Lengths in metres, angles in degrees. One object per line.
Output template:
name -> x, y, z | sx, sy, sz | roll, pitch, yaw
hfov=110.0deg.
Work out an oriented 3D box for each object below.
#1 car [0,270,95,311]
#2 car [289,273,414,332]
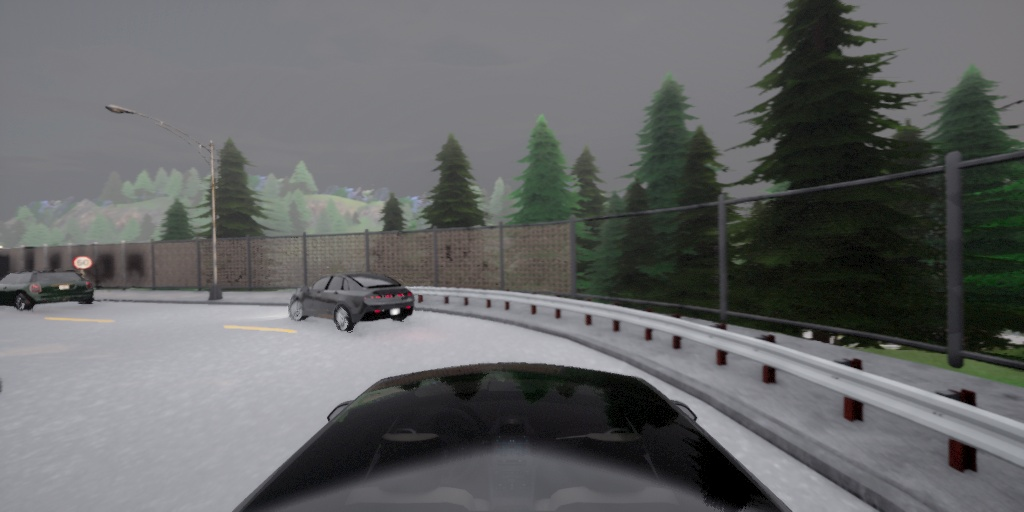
car -> -21.655, 1.437, 16.282 | 4.553, 1.767, 2.097 | -1, 1, 16
car -> -5.038, 1.276, 11.054 | 4.892, 1.490, 1.837 | -1, -1, 38
